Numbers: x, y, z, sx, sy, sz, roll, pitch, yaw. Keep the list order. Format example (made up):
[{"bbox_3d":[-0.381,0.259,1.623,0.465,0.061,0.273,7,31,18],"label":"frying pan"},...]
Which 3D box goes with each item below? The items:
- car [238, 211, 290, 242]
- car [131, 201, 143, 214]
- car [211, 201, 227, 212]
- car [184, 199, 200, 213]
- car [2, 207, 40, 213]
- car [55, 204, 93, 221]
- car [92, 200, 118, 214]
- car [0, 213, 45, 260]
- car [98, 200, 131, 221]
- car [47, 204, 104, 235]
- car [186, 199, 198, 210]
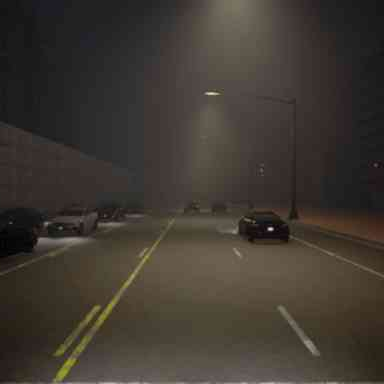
[{"bbox_3d":[3.601,1.695,17.259,1.994,1.385,4.181,0,0,0],"label":"car"},{"bbox_3d":[-6.997,1.805,39.663,1.837,1.490,4.892,0,0,0],"label":"car"},{"bbox_3d":[3.529,1.856,43.769,1.812,1.442,4.674,0,0,0],"label":"car"},{"bbox_3d":[0.003,1.838,41.277,1.812,1.442,4.674,0,0,0],"label":"car"},{"bbox_3d":[-10.579,1.679,20.181,1.812,1.442,4.674,0,0,0],"label":"car"},{"bbox_3d":[-10.559,1.792,30.081,1.994,1.385,4.181,0,0,0],"label":"car"},{"bbox_3d":[-10.497,1.784,40.496,1.882,1.535,5.008,0,0,0],"label":"car"},{"bbox_3d":[-7.090,1.652,11.483,1.994,1.385,4.181,0,0,0],"label":"car"},{"bbox_3d":[-7.064,1.728,29.486,1.837,1.490,4.892,0,0,1],"label":"car"},{"bbox_3d":[-7.077,1.680,20.241,1.812,1.442,4.674,0,0,0],"label":"car"},{"bbox_3d":[0.005,1.866,51.378,1.882,1.535,5.008,0,0,0],"label":"car"}]
